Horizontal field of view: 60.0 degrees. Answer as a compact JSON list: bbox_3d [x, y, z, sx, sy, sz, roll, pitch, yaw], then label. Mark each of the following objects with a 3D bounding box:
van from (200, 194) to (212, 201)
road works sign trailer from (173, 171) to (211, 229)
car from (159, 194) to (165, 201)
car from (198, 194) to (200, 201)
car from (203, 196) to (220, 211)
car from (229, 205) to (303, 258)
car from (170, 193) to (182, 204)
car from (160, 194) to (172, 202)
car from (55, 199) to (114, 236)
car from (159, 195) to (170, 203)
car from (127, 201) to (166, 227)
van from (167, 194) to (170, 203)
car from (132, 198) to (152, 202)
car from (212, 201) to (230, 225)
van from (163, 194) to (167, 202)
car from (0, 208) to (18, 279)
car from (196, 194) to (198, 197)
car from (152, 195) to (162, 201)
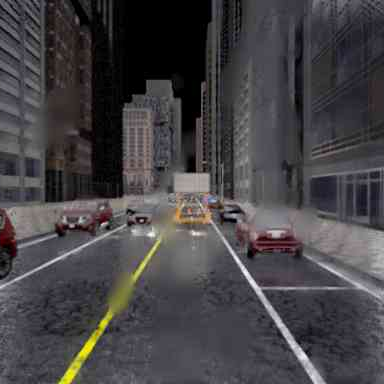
[{"bbox_3d":[2.765,1.338,57.956,1.690,1.788,3.998,0,0,0],"label":"van"},{"bbox_3d":[0.002,0.463,21.497,2.380,3.560,2.880,0,0,0],"label":"road works sign trailer"},{"bbox_3d":[-5.760,1.523,52.142,1.752,1.417,4.829,0,0,0],"label":"car"},{"bbox_3d":[2.768,1.578,74.878,1.802,1.307,4.206,0,0,0],"label":"car"},{"bbox_3d":[2.764,1.542,41.034,1.887,1.381,4.507,0,0,0],"label":"car"},{"bbox_3d":[2.760,1.438,12.830,1.967,1.590,4.097,0,0,0],"label":"car"},{"bbox_3d":[-2.993,1.539,65.591,1.837,1.490,4.892,0,0,0],"label":"car"},{"bbox_3d":[-5.758,1.312,74.875,2.192,1.841,5.009,0,0,0],"label":"car"},{"bbox_3d":[-5.765,1.314,18.467,2.192,1.841,5.009,0,0,0],"label":"car"},{"bbox_3d":[-5.758,1.437,69.234,1.967,1.590,4.097,0,0,0],"label":"car"},{"bbox_3d":[-3.097,1.563,22.405,1.994,1.385,4.181,0,0,0],"label":"car"},{"bbox_3d":[-5.759,1.338,63.593,1.690,1.788,3.998,0,0,0],"label":"van"},{"bbox_3d":[-5.762,1.564,35.389,1.947,1.339,4.313,0,0,0],"label":"car"},{"bbox_3d":[2.762,1.564,24.112,1.947,1.339,4.313,0,0,0],"label":"car"},{"bbox_3d":[-5.760,1.339,57.952,1.690,1.788,3.998,0,0,0],"label":"van"},{"bbox_3d":[-5.766,1.314,7.185,2.192,1.841,5.009,0,0,0],"label":"car"},{"bbox_3d":[2.769,1.560,86.159,1.947,1.339,4.313,0,0,0],"label":"car"},{"bbox_3d":[-5.760,1.549,46.671,2.008,1.369,4.403,0,0,0],"label":"car"}]
